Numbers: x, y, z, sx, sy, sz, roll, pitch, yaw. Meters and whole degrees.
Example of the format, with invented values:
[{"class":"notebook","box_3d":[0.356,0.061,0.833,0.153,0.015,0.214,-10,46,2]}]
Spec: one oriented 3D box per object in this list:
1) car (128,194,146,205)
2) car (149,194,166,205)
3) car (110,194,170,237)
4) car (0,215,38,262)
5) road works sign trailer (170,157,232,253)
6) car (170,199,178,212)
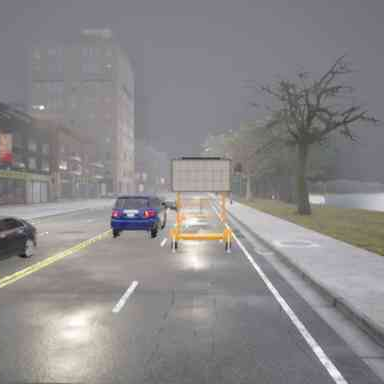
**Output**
[{"class":"car","box_3d":[-8.512,1.072,51.440,1.837,1.490,4.892,0,1,2]},{"class":"car","box_3d":[-5.269,1.114,51.325,2.033,1.411,5.357,0,1,2]},{"class":"car","box_3d":[-2.674,1.133,17.594,2.150,2.045,5.566,0,0,1]},{"class":"car","box_3d":[-6.325,1.476,9.685,1.837,1.490,4.892,0,0,1]},{"class":"road works sign trailer","box_3d":[0.372,0.409,13.476,2.380,3.560,2.880,0,0,1]},{"class":"car","box_3d":[-2.230,1.349,35.183,1.895,1.301,4.718,0,1,1]}]
